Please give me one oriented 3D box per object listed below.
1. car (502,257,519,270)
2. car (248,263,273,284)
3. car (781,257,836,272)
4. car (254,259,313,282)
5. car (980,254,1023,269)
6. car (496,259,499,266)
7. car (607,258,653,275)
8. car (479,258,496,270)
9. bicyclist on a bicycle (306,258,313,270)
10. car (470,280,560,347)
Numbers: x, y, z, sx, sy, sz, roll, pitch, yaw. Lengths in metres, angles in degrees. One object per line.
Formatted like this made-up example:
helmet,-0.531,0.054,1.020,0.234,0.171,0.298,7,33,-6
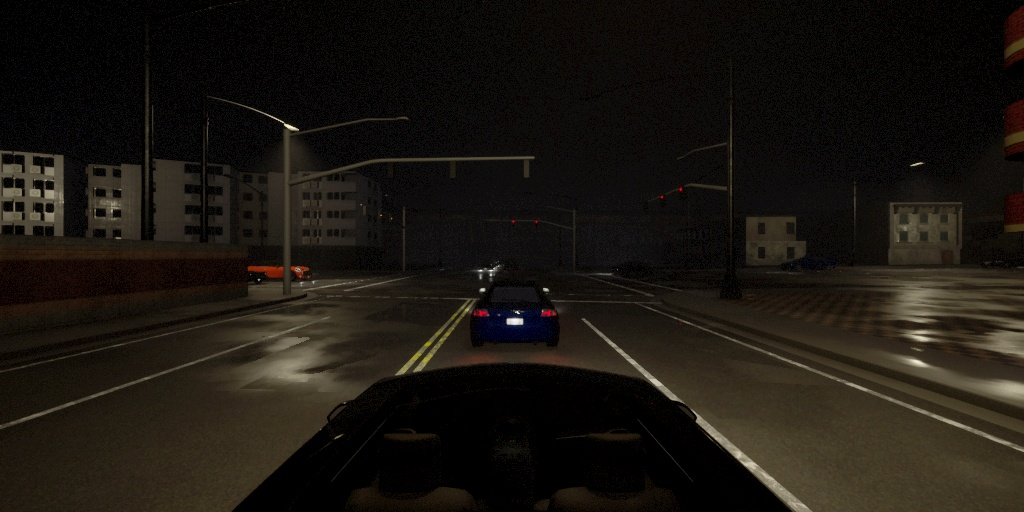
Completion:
car,-0.097,1.102,54.070,2.097,1.767,4.553,0,0,0
car,-19.921,1.351,25.132,4.718,1.301,1.895,0,0,1
car,31.184,0.882,37.829,5.008,1.535,1.882,-1,0,1
car,-18.463,1.102,28.582,4.553,1.767,2.097,0,0,0
car,52.064,0.535,37.382,4.902,1.511,2.128,-1,0,1
car,-3.753,1.276,63.080,1.812,1.442,4.674,0,0,0
car,12.718,1.236,38.142,4.181,1.385,1.994,-1,0,1
car,-3.746,1.255,53.710,1.837,1.490,4.892,0,0,0
bicyclist on a bicycle,-25.562,1.051,45.223,0.582,1.620,1.656,0,0,0
car,0.063,1.314,9.357,1.994,1.385,4.181,0,0,0
